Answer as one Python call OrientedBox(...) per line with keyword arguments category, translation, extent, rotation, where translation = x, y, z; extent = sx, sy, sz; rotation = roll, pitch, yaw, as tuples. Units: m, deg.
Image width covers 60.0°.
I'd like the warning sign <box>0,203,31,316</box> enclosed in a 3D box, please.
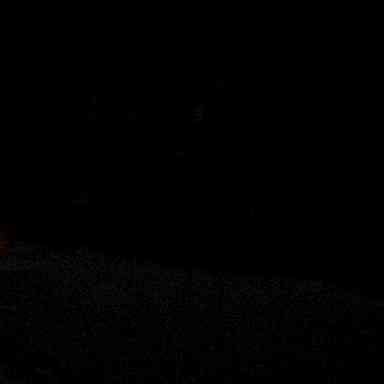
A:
OrientedBox(category="warning sign", translation=(-3.723, 1.146, 5.777), extent=(1.060, 1.860, 1.300), rotation=(-1, 0, 36))
